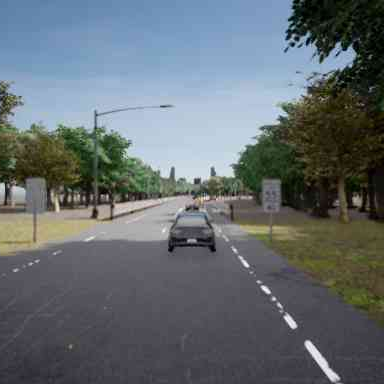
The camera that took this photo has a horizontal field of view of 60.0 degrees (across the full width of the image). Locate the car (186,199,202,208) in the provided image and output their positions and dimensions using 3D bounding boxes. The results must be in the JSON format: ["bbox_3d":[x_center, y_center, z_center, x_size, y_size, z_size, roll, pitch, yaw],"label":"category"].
[{"bbox_3d":[0.124,2.027,48.556,1.895,1.301,4.718,0,-1,2],"label":"car"}]

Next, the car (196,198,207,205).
[{"bbox_3d":[1.594,2.137,74.412,1.882,1.535,5.008,0,-1,6],"label":"car"}]

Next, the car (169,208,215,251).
[{"bbox_3d":[-0.004,1.654,14.535,1.812,1.442,4.674,0,-1,0],"label":"car"}]
